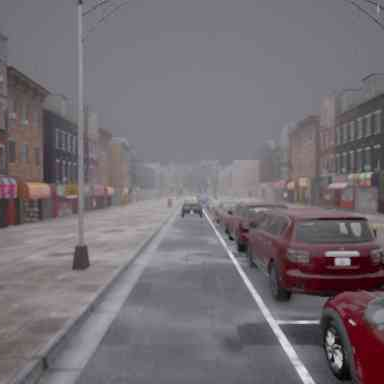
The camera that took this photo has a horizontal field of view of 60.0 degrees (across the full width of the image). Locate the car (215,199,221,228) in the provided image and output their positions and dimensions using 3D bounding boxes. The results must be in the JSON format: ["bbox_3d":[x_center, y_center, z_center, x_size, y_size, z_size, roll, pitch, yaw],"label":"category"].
[{"bbox_3d":[2.624,1.392,18.992,1.967,1.590,4.097,-1,0,0],"label":"car"}]

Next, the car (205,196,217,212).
[{"bbox_3d":[2.621,1.450,35.369,1.752,1.417,4.829,-1,0,0],"label":"car"}]

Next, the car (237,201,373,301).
[{"bbox_3d":[2.626,1.292,8.187,2.192,1.841,5.009,-1,0,0],"label":"car"}]

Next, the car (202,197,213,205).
[{"bbox_3d":[2.615,1.490,56.809,1.802,1.307,4.206,-1,0,0],"label":"car"}]

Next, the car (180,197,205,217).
[{"bbox_3d":[0.013,1.436,30.115,1.837,1.490,4.892,0,0,0],"label":"car"}]

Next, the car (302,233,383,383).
[{"bbox_3d":[2.629,1.431,2.785,1.967,1.590,4.097,-1,0,0],"label":"car"}]

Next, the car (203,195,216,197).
[{"bbox_3d":[2.619,1.444,40.772,1.752,1.417,4.829,-1,0,0],"label":"car"}]

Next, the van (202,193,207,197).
[{"bbox_3d":[2.616,1.255,46.004,1.690,1.788,3.998,-1,0,0],"label":"van"}]

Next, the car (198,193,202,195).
[{"bbox_3d":[2.611,1.347,67.614,1.967,1.590,4.097,-1,0,0],"label":"car"}]

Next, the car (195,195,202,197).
[{"bbox_3d":[0.048,1.441,45.207,1.812,1.442,4.674,0,0,0],"label":"car"}]

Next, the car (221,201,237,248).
[{"bbox_3d":[2.625,1.278,13.590,2.192,1.841,5.009,-1,0,0],"label":"car"}]

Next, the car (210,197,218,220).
[{"bbox_3d":[2.623,1.382,24.394,1.967,1.590,4.097,-1,0,0],"label":"car"}]
